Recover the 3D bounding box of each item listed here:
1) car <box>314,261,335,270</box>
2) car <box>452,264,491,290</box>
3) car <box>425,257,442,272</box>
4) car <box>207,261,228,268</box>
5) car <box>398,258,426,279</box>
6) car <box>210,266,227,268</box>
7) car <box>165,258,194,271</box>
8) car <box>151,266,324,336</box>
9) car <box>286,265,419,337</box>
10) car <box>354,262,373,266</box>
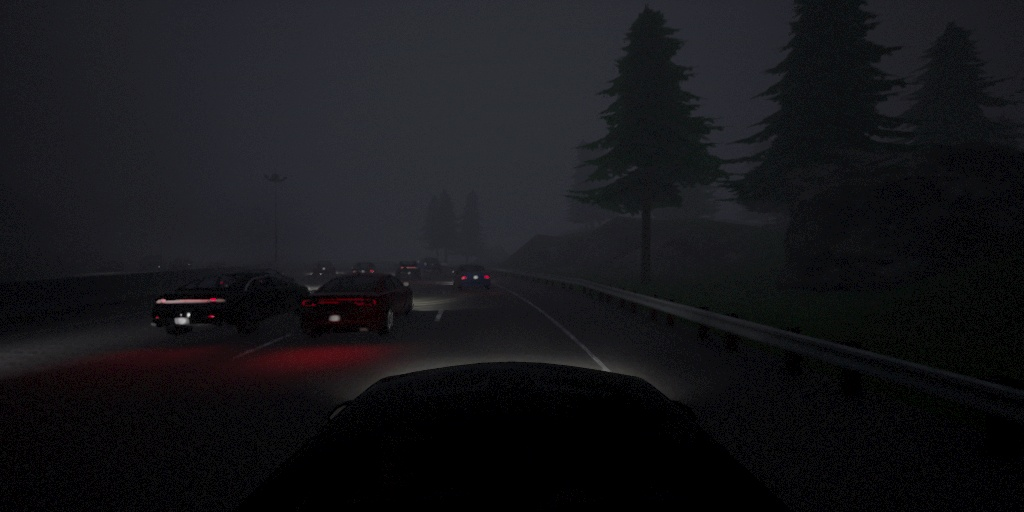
[{"bbox_3d":[-19.065,1.213,36.416,1.994,1.385,4.181,0,0,-27],"label":"car"},{"bbox_3d":[-2.531,1.198,21.782,2.033,1.411,5.357,0,0,-13],"label":"car"},{"bbox_3d":[-9.515,0.931,40.640,2.097,1.767,4.553,0,0,-26],"label":"car"},{"bbox_3d":[-37.544,1.288,45.733,1.895,1.301,4.718,-1,0,-37],"label":"car"},{"bbox_3d":[-8.813,1.125,30.236,2.128,1.511,4.902,0,0,-19],"label":"car"},{"bbox_3d":[-12.434,1.285,17.684,1.994,1.385,4.181,0,0,-12],"label":"car"},{"bbox_3d":[-41.114,1.063,44.637,2.097,1.767,4.553,-1,0,-37],"label":"car"},{"bbox_3d":[-7.684,1.230,10.451,2.128,1.511,4.902,0,0,-7],"label":"car"},{"bbox_3d":[-4.142,1.200,10.333,1.882,1.535,5.008,0,0,-6],"label":"car"},{"bbox_3d":[-12.170,1.201,29.544,2.033,1.411,5.357,0,0,-20],"label":"car"}]
